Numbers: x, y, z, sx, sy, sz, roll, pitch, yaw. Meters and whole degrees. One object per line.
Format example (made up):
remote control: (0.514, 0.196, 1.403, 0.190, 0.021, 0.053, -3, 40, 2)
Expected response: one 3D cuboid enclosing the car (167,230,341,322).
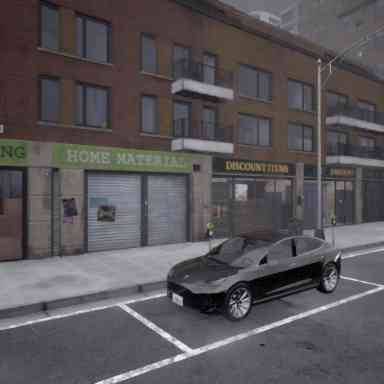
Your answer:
car: (1.517, 1.566, 7.257, 4.313, 1.339, 1.947, 0, 0, -35)
